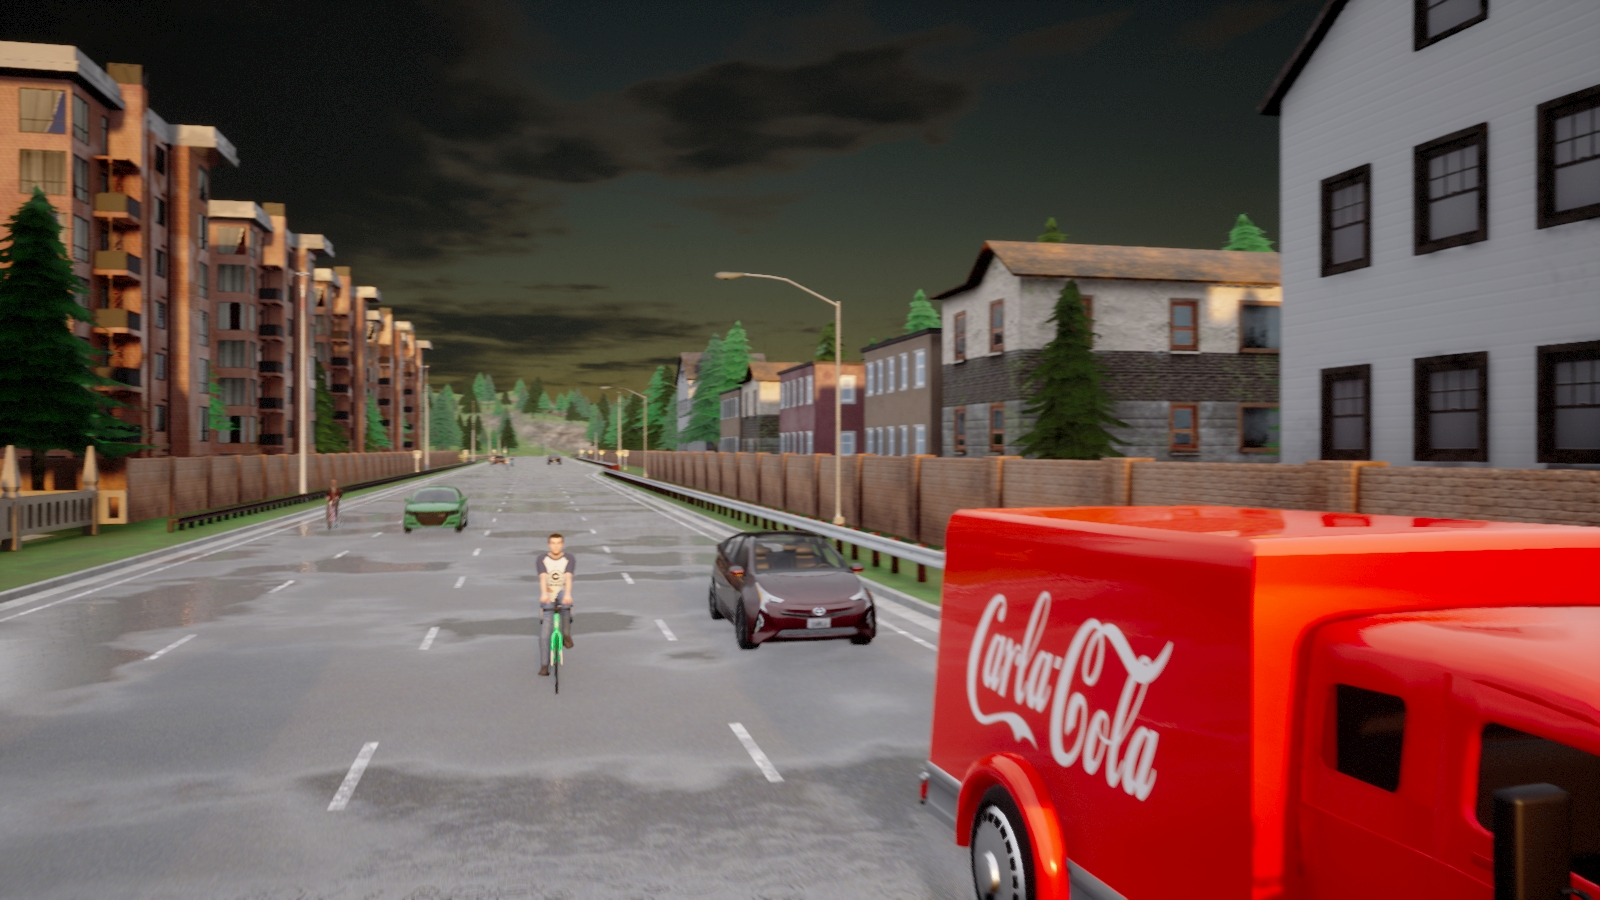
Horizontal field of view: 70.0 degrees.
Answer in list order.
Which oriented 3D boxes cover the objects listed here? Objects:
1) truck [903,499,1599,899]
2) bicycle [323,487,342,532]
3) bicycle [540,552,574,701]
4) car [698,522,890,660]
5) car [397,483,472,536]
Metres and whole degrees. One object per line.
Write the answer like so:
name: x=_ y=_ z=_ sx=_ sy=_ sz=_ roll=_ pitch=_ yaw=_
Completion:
truck: x=2.575 y=1.568 z=5.436 sx=2.627 sy=2.467 sz=5.204 roll=0 pitch=0 yaw=-13
bicycle: x=-16.168 y=2.042 z=39.548 sx=0.329 sy=1.471 sz=1.835 roll=0 pitch=0 yaw=-14
bicycle: x=-2.906 y=2.047 z=13.604 sx=0.373 sy=1.496 sz=1.643 roll=0 pitch=0 yaw=-13
car: x=-0.256 y=2.027 z=17.581 sx=2.007 sy=1.525 sz=4.514 roll=0 pitch=0 yaw=-13
car: x=-12.651 y=2.014 z=39.859 sx=2.097 sy=1.535 sz=5.006 roll=0 pitch=0 yaw=-13
